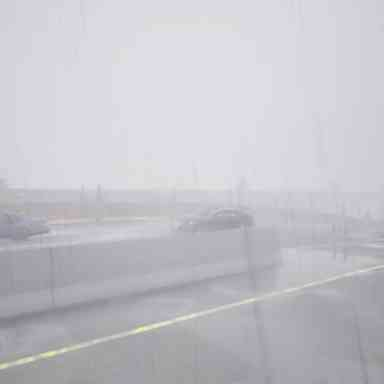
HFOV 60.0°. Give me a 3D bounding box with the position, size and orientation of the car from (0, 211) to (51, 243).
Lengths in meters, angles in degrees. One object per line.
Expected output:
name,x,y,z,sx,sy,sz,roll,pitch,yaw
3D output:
car,-9.179,1.547,14.641,5.357,1.411,2.033,0,0,-35

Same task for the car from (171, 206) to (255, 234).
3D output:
car,1.213,1.520,17.750,4.902,1.511,2.128,1,-1,-35
